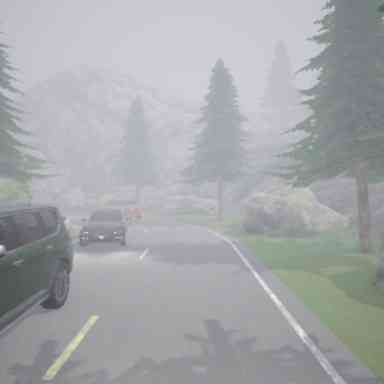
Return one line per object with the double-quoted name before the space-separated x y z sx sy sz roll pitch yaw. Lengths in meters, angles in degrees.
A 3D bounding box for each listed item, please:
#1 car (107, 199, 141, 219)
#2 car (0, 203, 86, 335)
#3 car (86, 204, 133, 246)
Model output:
"car" -6.295 1.390 28.198 2.097 1.767 4.553 0 0 -44
"car" -3.590 1.229 4.981 2.150 2.045 5.566 0 0 -1
"car" -3.880 1.526 15.410 1.837 1.490 4.892 0 0 -8
